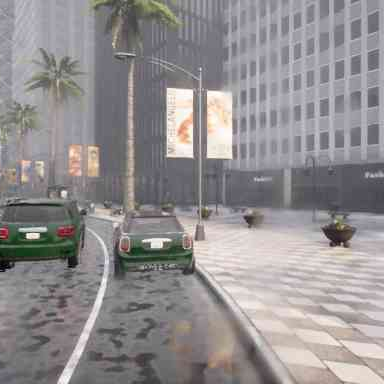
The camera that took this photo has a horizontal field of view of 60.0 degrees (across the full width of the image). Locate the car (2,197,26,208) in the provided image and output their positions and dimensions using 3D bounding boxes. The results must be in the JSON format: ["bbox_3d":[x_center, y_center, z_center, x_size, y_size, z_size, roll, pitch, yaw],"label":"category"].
[{"bbox_3d":[-25.899,1.461,48.418,2.231,1.521,4.892,0,0,-39],"label":"car"}]

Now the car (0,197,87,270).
[{"bbox_3d":[-4.872,1.221,11.281,2.150,2.045,5.566,0,0,-15],"label":"car"}]

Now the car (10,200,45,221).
[{"bbox_3d":[-13.925,1.495,28.073,1.837,1.490,4.892,0,0,-36],"label":"car"}]

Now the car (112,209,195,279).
[{"bbox_3d":[-1.383,1.352,10.393,2.097,1.767,4.553,0,0,-14],"label":"car"}]
